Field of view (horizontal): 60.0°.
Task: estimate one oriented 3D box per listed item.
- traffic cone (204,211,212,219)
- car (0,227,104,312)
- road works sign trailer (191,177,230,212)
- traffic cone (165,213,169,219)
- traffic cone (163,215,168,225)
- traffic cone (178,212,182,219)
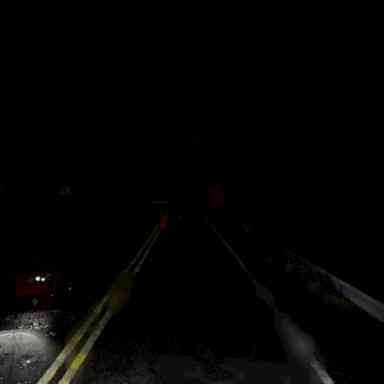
[{"bbox_3d":[1.112,1.717,25.511,0.340,0.580,0.340,9,15,2],"label":"traffic cone"},{"bbox_3d":[-3.396,1.516,7.561,1.994,1.385,4.181,0,0,-1],"label":"car"},{"bbox_3d":[1.637,0.383,25.620,2.880,2.380,3.560,-28,-6,21],"label":"road works sign trailer"},{"bbox_3d":[-1.779,1.811,21.486,0.340,0.580,0.340,0,0,-2],"label":"traffic cone"},{"bbox_3d":[-1.714,1.825,19.487,0.340,0.580,0.340,0,0,-2],"label":"traffic cone"},{"bbox_3d":[-0.912,1.783,25.509,0.340,0.580,0.340,0,1,-2],"label":"traffic cone"}]
